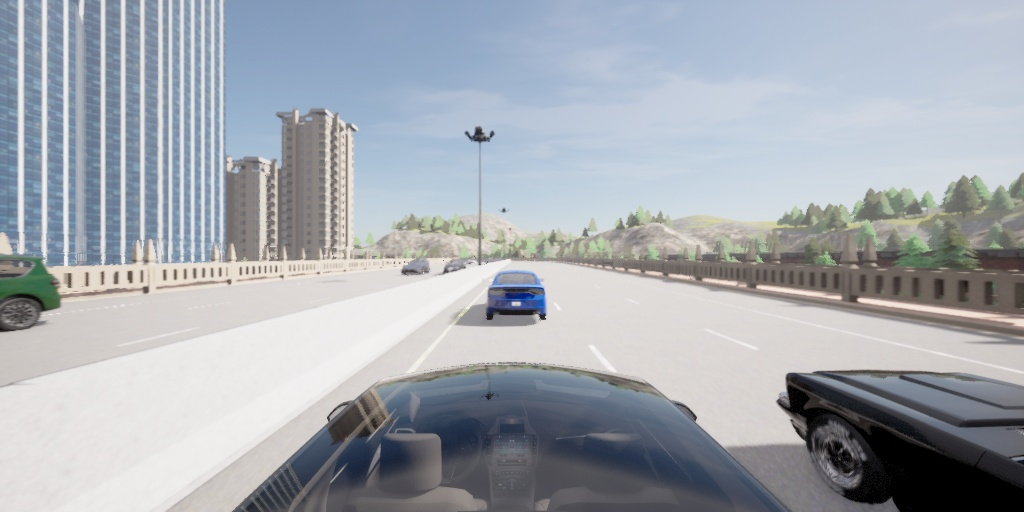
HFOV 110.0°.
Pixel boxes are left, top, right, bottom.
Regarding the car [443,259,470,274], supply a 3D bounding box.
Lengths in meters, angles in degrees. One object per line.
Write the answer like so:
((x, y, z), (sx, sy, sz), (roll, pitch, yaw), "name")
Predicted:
((-6.347, 1.243, 39.992), (2.128, 1.511, 4.902), (0, 0, 2), "car")

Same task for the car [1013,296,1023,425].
((7.100, 1.242, 1.869), (2.128, 1.511, 4.902), (0, 0, 0), "car")

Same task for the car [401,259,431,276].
((-9.926, 1.298, 37.524), (2.033, 1.411, 5.357), (0, 0, 2), "car")

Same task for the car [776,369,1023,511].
((3.600, 1.351, 1.459), (1.895, 1.301, 4.718), (0, 0, 0), "car")

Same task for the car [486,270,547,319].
((0.158, 1.228, 12.803), (1.882, 1.535, 5.008), (0, 0, 1), "car")

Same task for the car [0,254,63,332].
((-14.080, 0.971, 7.960), (2.150, 2.045, 5.566), (0, 0, 0), "car")
